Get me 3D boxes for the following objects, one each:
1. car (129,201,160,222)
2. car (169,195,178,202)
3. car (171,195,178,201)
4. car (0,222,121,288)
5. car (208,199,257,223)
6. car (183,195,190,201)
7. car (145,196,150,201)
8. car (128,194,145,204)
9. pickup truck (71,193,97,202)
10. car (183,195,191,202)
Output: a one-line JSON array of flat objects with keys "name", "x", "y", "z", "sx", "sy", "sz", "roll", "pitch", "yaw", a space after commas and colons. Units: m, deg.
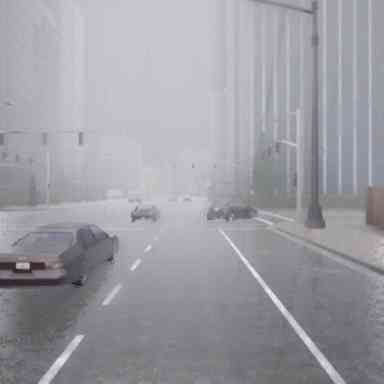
[{"name": "car", "x": -3.620, "y": 1.652, "z": 26.655, "sx": 1.895, "sy": 1.301, "sz": 4.718, "roll": 0, "pitch": 0, "yaw": -1}, {"name": "car", "x": -4.741, "y": 1.689, "z": 81.991, "sx": 2.033, "sy": 1.411, "sz": 5.357, "roll": 0, "pitch": 0, "yaw": -1}, {"name": "car", "x": -4.908, "y": 1.587, "z": 92.607, "sx": 1.837, "sy": 1.490, "sz": 4.892, "roll": 0, "pitch": 0, "yaw": -1}, {"name": "car", "x": -3.456, "y": 1.566, "z": 9.339, "sx": 2.033, "sy": 1.411, "sz": 5.357, "roll": 0, "pitch": 0, "yaw": 0}, {"name": "car", "x": 3.325, "y": 1.403, "z": 26.701, "sx": 2.097, "sy": 1.767, "sz": 4.553, "roll": 1, "pitch": 0, "yaw": 43}, {"name": "car", "x": -1.408, "y": 1.565, "z": 92.661, "sx": 1.882, "sy": 1.535, "sz": 5.008, "roll": 0, "pitch": 0, "yaw": -1}, {"name": "car", "x": -11.772, "y": 1.643, "z": 83.943, "sx": 2.128, "sy": 1.511, "sz": 4.902, "roll": 0, "pitch": 0, "yaw": -1}, {"name": "car", "x": -11.513, "y": 1.354, "z": 67.510, "sx": 2.150, "sy": 2.045, "sz": 5.566, "roll": 0, "pitch": 0, "yaw": -1}, {"name": "pickup truck", "x": -24.785, "y": 1.206, "z": 76.936, "sx": 2.390, "sy": 2.098, "sz": 6.274, "roll": 0, "pitch": 0, "yaw": 30}, {"name": "car", "x": -1.247, "y": 1.676, "z": 82.411, "sx": 1.812, "sy": 1.442, "sz": 4.674, "roll": 0, "pitch": 0, "yaw": -1}]
